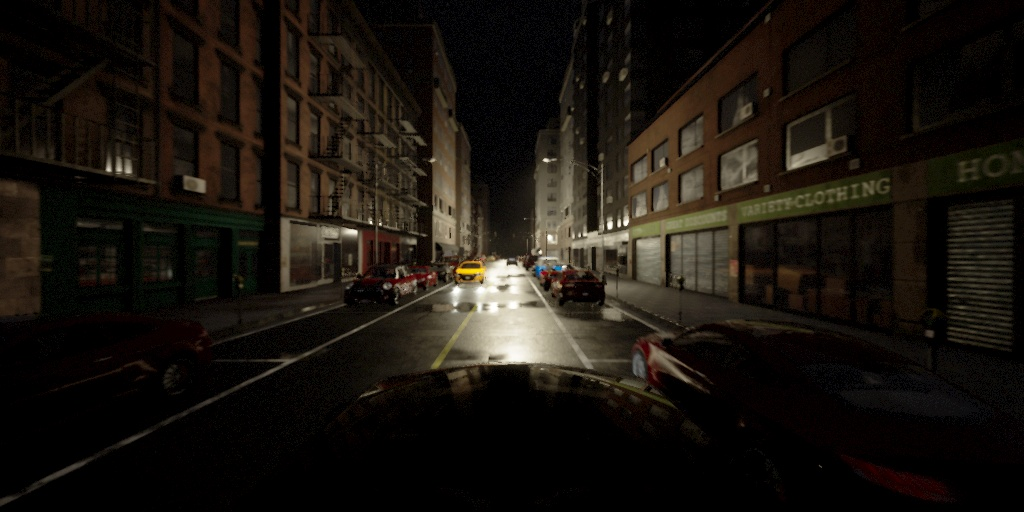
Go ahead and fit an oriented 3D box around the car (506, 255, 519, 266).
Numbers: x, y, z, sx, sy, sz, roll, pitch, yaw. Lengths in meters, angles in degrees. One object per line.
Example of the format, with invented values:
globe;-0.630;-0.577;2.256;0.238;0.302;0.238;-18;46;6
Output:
car;0.004;1.000;60.136;1.994;1.385;4.181;0;0;0

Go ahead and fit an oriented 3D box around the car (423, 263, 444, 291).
car;-5.393;1.231;20.828;1.802;1.307;4.207;0;0;0

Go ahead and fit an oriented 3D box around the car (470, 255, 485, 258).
car;-5.395;0.811;49.219;2.192;1.841;5.009;0;0;0

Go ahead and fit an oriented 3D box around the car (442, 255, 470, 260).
car;-5.394;0.904;32.184;2.192;1.841;5.009;0;0;0

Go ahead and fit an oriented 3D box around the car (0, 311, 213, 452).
car;-5.391;1.321;3.793;1.802;1.307;4.207;0;0;0

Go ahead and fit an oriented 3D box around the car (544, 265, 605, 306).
car;2.639;1.225;15.144;1.888;1.381;4.507;0;0;0

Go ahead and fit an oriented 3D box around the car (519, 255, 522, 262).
car;2.642;0.780;54.895;2.192;1.841;5.009;0;0;0

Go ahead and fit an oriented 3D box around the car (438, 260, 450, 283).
car;-5.393;1.185;26.506;1.948;1.339;4.313;0;0;0

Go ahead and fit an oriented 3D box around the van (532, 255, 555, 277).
van;2.640;0.961;26.501;1.690;1.789;3.998;0;0;0

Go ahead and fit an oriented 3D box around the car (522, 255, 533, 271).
car;2.641;0.843;43.537;2.192;1.841;5.009;0;0;0

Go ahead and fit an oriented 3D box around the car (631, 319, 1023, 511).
car;2.638;1.321;3.785;1.802;1.307;4.207;0;0;0

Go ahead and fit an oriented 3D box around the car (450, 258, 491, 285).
car;-2.781;1.104;25.124;1.882;1.535;5.008;0;0;1

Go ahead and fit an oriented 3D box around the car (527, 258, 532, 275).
car;2.640;1.140;32.180;2.007;1.370;4.403;0;0;0

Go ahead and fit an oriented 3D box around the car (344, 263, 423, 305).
car;-5.392;1.119;15.149;1.967;1.591;4.097;0;0;0

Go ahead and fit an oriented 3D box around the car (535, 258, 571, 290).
car;2.639;1.090;20.822;1.967;1.591;4.097;0;0;0
